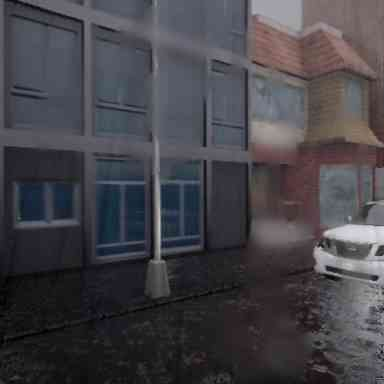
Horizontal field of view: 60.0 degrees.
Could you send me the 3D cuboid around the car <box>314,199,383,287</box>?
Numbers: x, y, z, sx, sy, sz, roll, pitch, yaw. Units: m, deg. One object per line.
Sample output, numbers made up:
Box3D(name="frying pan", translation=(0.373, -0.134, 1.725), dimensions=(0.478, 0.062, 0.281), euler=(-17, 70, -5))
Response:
Box3D(name="car", translation=(5.529, 1.191, 8.549), dimensions=(5.566, 2.045, 2.150), euler=(0, 0, -35))
